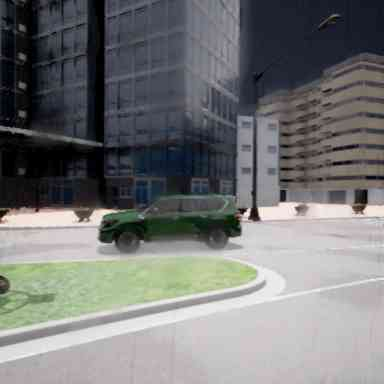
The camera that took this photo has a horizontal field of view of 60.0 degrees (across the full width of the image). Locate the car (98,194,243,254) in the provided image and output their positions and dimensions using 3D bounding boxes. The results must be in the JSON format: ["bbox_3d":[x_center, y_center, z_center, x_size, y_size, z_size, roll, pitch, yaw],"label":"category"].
[{"bbox_3d":[-0.776,1.121,12.979,5.566,2.045,2.150,0,0,-15],"label":"car"}]
